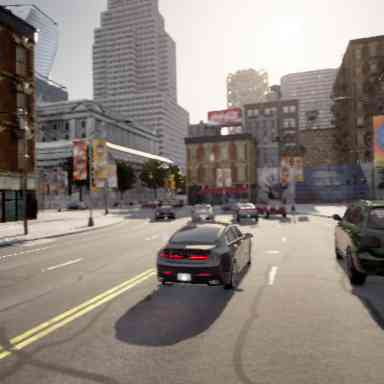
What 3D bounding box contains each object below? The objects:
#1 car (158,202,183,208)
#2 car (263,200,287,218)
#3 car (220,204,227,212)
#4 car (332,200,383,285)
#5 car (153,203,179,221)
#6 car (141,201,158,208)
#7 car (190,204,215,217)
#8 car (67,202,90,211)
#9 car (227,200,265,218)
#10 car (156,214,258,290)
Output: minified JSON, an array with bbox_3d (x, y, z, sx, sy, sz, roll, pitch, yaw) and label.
[{"bbox_3d":[-3.813,2.476,63.054,1.895,1.301,4.718,-1,-1,-43],"label":"car"},{"bbox_3d":[7.814,1.594,33.624,2.097,1.767,4.553,-1,-1,-7],"label":"car"},{"bbox_3d":[5.564,1.969,43.780,2.033,1.411,5.357,-1,-1,-22],"label":"car"},{"bbox_3d":[5.349,1.216,9.344,2.150,2.045,5.566,-2,-1,18],"label":"car"},{"bbox_3d":[-2.591,2.065,32.114,1.895,1.301,4.718,-1,-1,-7],"label":"car"},{"bbox_3d":[-8.197,2.549,66.743,4.674,1.452,2.002,-2,-1,37],"label":"car"},{"bbox_3d":[0.917,1.829,28.451,2.128,1.511,4.902,-1,-1,0],"label":"car"},{"bbox_3d":[-21.701,2.702,63.602,4.553,1.767,2.097,-2,-1,28],"label":"car"},{"bbox_3d":[4.573,1.752,29.139,2.128,1.511,4.902,-1,-1,1],"label":"car"},{"bbox_3d":[0.567,1.613,9.551,1.837,1.490,4.892,-2,-1,18],"label":"car"}]
